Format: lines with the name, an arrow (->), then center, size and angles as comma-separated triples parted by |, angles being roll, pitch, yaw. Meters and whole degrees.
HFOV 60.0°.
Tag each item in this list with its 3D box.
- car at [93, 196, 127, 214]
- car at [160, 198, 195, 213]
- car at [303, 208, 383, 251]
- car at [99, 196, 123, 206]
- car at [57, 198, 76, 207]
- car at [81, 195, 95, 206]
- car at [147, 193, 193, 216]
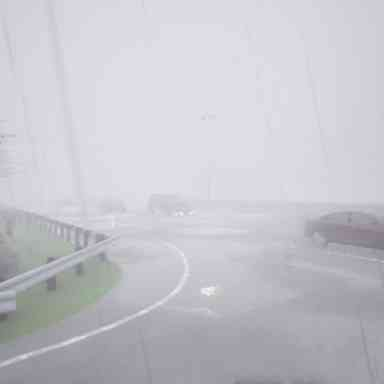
car -> -8.389, 1.439, 34.679 | 1.837, 1.490, 4.892 | 0, 0, -34
car -> -1.646, 1.458, 37.208 | 1.994, 1.385, 4.181 | 0, 0, -34
car -> 6.645, 1.410, 12.586 | 1.882, 1.535, 5.008 | 0, 0, -34
car -> -13.332, 1.455, 54.588 | 2.033, 1.411, 5.357 | 0, 0, -34
car -> -19.105, 1.591, 50.631 | 1.895, 1.301, 4.718 | 0, 0, -34
car -> -15.815, 1.265, 52.001 | 2.097, 1.767, 4.553 | 0, 0, -34
car -> -2.288, 1.136, 31.917 | 2.150, 2.045, 5.566 | 0, 0, -34
